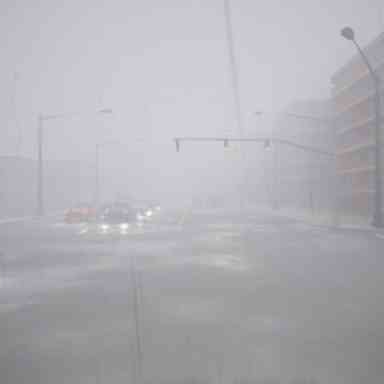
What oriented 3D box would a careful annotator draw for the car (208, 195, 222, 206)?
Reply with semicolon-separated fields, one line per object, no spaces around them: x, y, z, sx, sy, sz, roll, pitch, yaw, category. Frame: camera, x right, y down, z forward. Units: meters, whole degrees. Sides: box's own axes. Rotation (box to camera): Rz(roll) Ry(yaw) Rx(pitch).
4.438;1.768;61.095;1.994;1.385;4.181;0;0;0;car

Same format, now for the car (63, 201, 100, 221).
-9.845;1.647;30.012;2.097;1.767;4.553;0;0;0;car

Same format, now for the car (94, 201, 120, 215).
-9.822;1.855;38.652;1.994;1.385;4.181;0;0;0;car

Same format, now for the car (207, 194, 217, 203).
4.365;1.411;71.084;2.150;2.045;5.566;0;0;0;car

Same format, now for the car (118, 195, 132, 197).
-9.784;1.478;48.102;2.150;2.045;5.566;0;0;0;car

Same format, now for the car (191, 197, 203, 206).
0.937;1.681;61.257;1.882;1.535;5.008;0;0;0;car

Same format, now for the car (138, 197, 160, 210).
-6.292;1.747;47.834;2.128;1.511;4.902;0;0;0;car

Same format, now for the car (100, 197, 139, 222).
-6.347;1.642;29.670;2.097;1.767;4.553;0;0;0;car

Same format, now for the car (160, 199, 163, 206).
-6.227;1.819;57.963;1.895;1.301;4.718;0;0;1;car

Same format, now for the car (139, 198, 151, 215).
-6.322;1.816;38.551;1.812;1.442;4.674;0;0;0;car

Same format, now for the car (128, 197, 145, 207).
-9.721;1.709;58.352;2.128;1.511;4.902;0;0;1;car

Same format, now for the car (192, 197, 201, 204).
0.864;1.782;71.337;1.895;1.301;4.718;0;0;0;car
